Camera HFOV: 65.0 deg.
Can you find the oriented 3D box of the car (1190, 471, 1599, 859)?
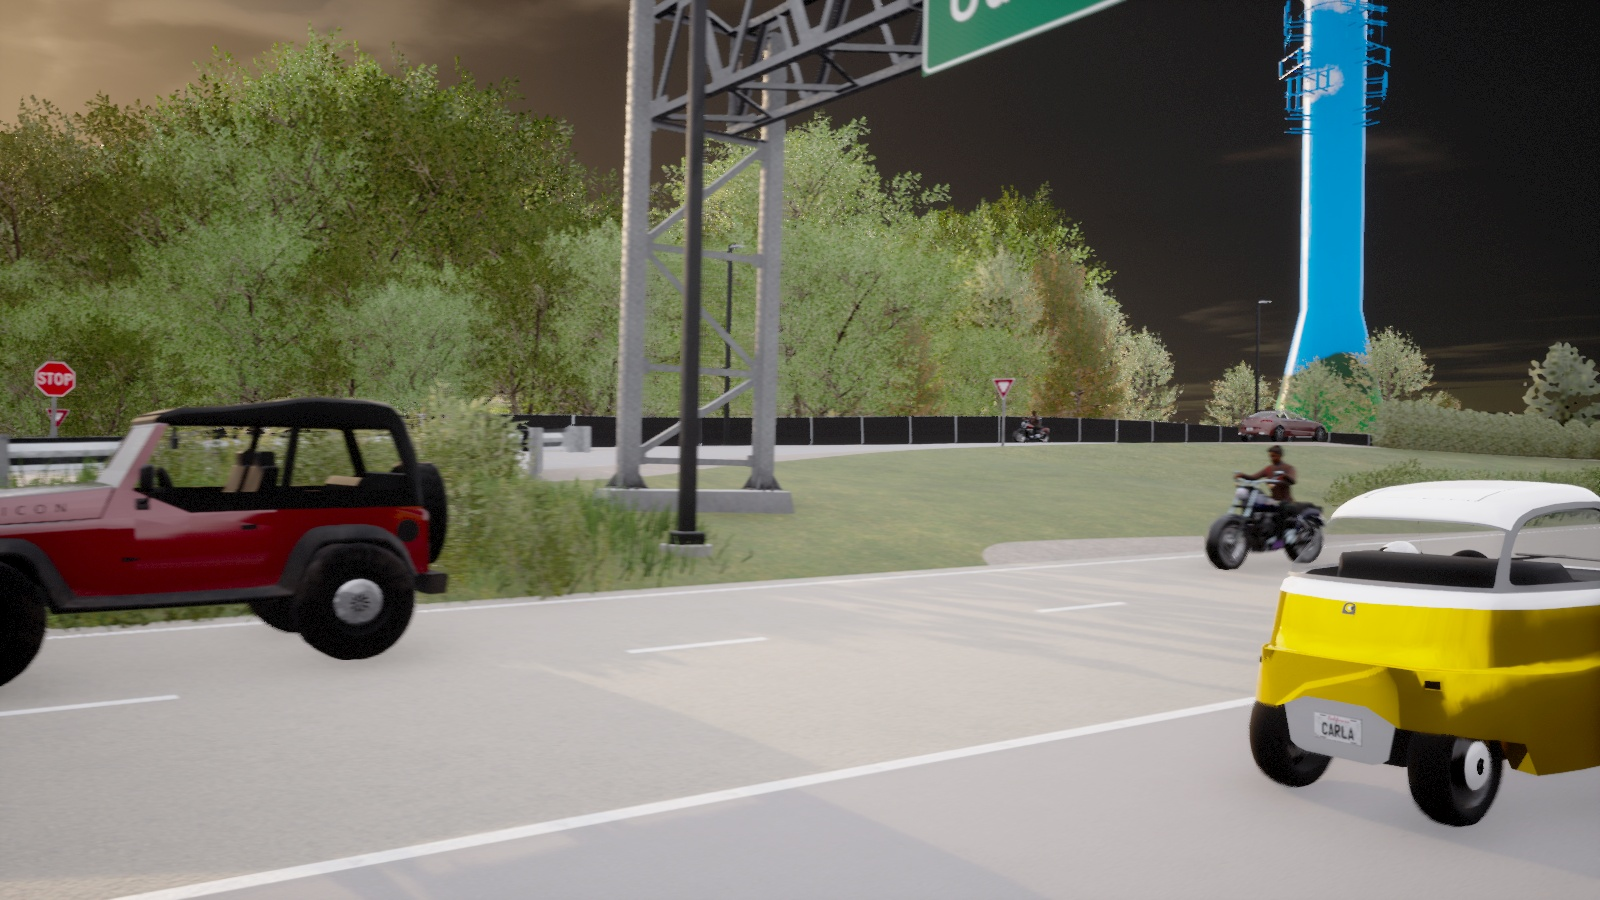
[{"bbox_3d":[3.143,0.809,5.846,2.207,1.376,1.481,0,0,-35],"label":"car"}]

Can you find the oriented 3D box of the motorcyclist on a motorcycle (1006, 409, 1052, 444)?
[{"bbox_3d":[10.986,-1.137,60.235,2.350,1.649,0.766,-1,0,-36],"label":"motorcyclist on a motorcycle"}]

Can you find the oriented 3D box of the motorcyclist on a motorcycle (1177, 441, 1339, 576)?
[{"bbox_3d":[5.989,0.712,16.355,2.350,1.649,0.766,0,0,-35],"label":"motorcyclist on a motorcycle"}]

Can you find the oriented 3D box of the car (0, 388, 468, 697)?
[{"bbox_3d":[-4.594,0.562,8.990,3.866,1.878,1.905,0,0,-35],"label":"car"}]

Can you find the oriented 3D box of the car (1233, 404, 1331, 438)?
[{"bbox_3d":[25.064,-1.466,65.316,5.027,1.651,2.152,0,0,-32],"label":"car"}]
